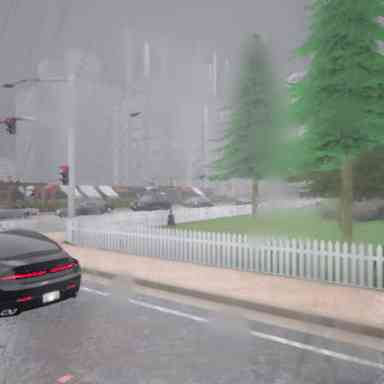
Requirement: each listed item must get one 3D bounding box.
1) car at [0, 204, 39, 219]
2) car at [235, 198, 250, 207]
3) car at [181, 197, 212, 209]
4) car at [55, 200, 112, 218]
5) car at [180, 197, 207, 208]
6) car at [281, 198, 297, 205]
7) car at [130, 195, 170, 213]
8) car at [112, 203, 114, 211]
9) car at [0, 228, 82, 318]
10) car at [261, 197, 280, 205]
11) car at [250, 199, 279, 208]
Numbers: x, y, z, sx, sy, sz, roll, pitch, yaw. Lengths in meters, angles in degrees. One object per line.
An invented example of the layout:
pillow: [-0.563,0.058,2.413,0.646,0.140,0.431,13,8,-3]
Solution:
car: [-15.928,1.716,28.651,1.895,1.301,4.718,0,0,36]
car: [8.267,1.615,51.516,1.812,1.442,4.674,0,0,34]
car: [0.987,1.455,47.306,2.097,1.767,4.553,0,0,34]
car: [-10.229,1.593,30.723,2.128,1.511,4.902,0,0,34]
car: [0.268,1.622,52.470,1.837,1.490,4.892,0,0,34]
car: [17.104,1.640,58.356,1.994,1.385,4.181,0,0,34]
car: [-4.737,1.324,38.858,2.150,2.045,5.566,0,0,34]
car: [-10.774,1.593,36.172,1.882,1.535,5.008,0,0,34]
car: [-4.377,1.535,7.092,4.892,1.490,1.837,0,0,36]
car: [14.386,1.616,60.581,1.812,1.442,4.674,0,0,34]
car: [10.740,1.676,48.925,1.895,1.301,4.718,0,0,34]
